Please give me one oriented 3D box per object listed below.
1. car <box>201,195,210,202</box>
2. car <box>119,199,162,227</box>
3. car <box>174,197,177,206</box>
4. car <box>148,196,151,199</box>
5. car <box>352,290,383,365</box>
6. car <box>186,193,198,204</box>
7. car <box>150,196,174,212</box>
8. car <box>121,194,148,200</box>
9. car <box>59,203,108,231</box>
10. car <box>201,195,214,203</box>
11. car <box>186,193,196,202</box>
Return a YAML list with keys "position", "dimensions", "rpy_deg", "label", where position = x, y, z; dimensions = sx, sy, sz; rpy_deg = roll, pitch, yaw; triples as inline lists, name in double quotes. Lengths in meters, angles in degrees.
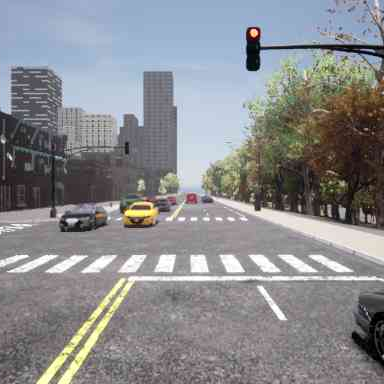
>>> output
- position: [3.082, 1.458, 75.900]
  dimensions: [1.882, 1.535, 5.008]
  rpy_deg: [0, 0, 0]
  label: "car"
- position: [-3.400, 1.475, 22.904]
  dimensions: [1.882, 1.535, 5.008]
  rpy_deg: [0, 0, 0]
  label: "car"
- position: [-3.462, 1.465, 54.829]
  dimensions: [1.882, 1.535, 5.008]
  rpy_deg: [0, 0, 0]
  label: "car"
- position: [-6.712, 1.466, 55.189]
  dimensions: [1.882, 1.535, 5.008]
  rpy_deg: [0, 1, 0]
  label: "car"
- position: [3.344, 1.547, 2.554]
  dimensions: [2.033, 1.411, 5.357]
  rpy_deg: [0, 0, 0]
  label: "car"
- position: [-0.048, 1.206, 65.174]
  dimensions: [2.150, 2.045, 5.566]
  rpy_deg: [0, 0, 0]
  label: "car"
- position: [-3.441, 1.496, 38.639]
  dimensions: [1.837, 1.490, 4.892]
  rpy_deg: [0, 0, -1]
  label: "car"
- position: [-6.684, 1.216, 37.699]
  dimensions: [2.150, 2.045, 5.566]
  rpy_deg: [0, 0, 0]
  label: "car"
- position: [-6.645, 1.489, 20.800]
  dimensions: [2.128, 1.511, 4.902]
  rpy_deg: [0, 0, 0]
  label: "car"
- position: [3.206, 1.548, 65.872]
  dimensions: [1.994, 1.385, 4.181]
  rpy_deg: [0, 0, 0]
  label: "car"
- position: [-0.168, 1.205, 75.710]
  dimensions: [2.150, 2.045, 5.566]
  rpy_deg: [0, 0, 0]
  label: "car"
